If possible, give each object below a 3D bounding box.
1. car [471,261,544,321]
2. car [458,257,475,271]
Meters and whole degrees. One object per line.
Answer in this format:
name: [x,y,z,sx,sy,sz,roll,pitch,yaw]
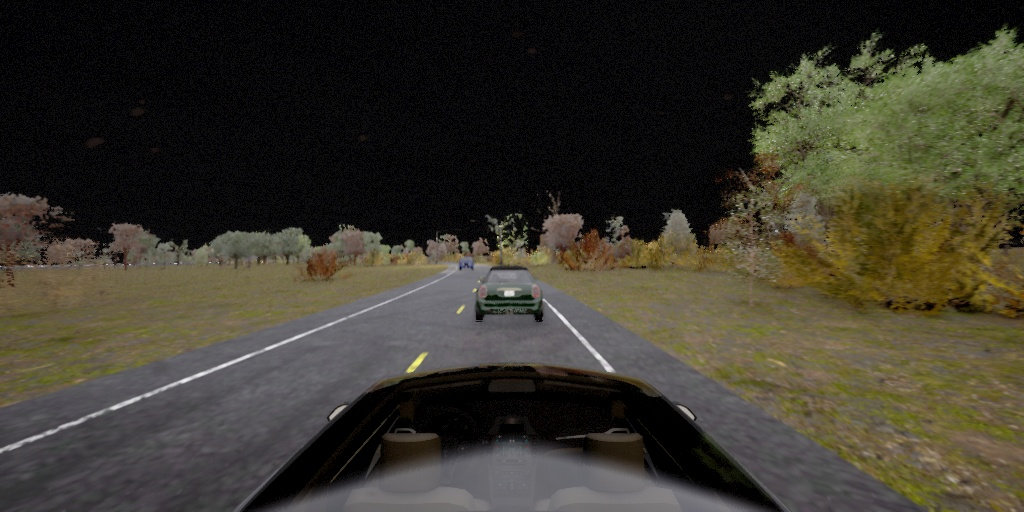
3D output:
car: [-0.121,1.116,12.654,2.097,1.767,4.553,0,0,-1]
car: [-6.633,1.098,52.488,2.150,2.045,5.566,0,0,-6]
